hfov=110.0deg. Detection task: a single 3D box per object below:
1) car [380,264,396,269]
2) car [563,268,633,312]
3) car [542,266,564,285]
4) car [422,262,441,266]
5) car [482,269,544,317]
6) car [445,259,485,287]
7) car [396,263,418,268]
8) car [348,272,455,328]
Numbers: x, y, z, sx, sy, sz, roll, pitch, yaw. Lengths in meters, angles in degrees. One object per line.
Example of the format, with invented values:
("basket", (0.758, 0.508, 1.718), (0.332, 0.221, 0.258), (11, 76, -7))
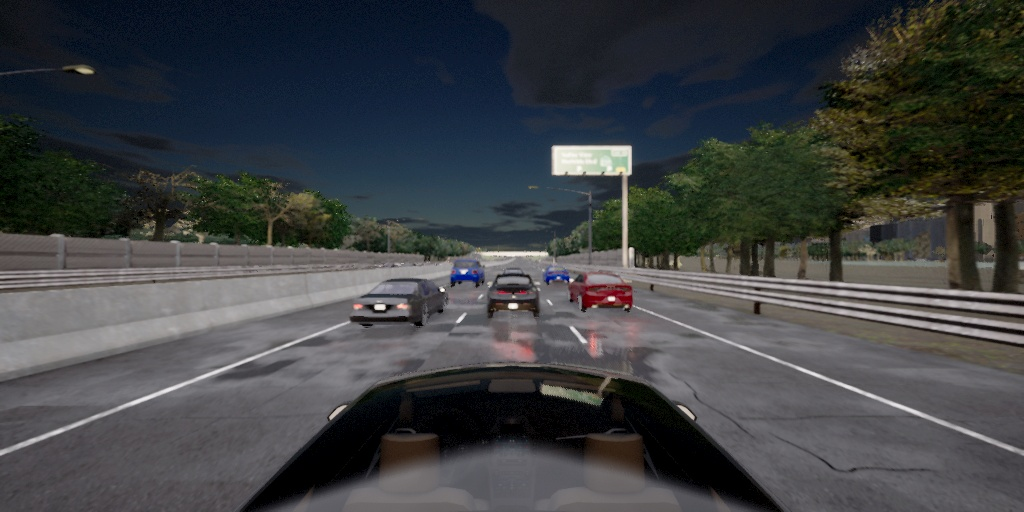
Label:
("car", (-20.659, 1.987, 60.568), (1.994, 1.385, 4.181), (0, -1, 1))
("car", (3.579, 1.399, 15.260), (1.882, 1.535, 5.008), (0, 0, 1))
("car", (3.649, 1.568, 30.276), (1.882, 1.535, 5.008), (0, 0, 1))
("car", (-13.682, 1.981, 59.911), (1.994, 1.385, 4.181), (0, -1, 1))
("car", (0.064, 1.410, 13.955), (1.837, 1.490, 4.892), (0, -1, 1))
("car", (-3.386, 1.288, 27.981), (2.150, 2.045, 5.566), (0, 0, 1))
("car", (-17.179, 1.921, 59.909), (1.837, 1.490, 4.892), (0, -1, 1))
("car", (-3.459, 1.429, 11.969), (2.033, 1.411, 5.357), (0, -1, 1))
